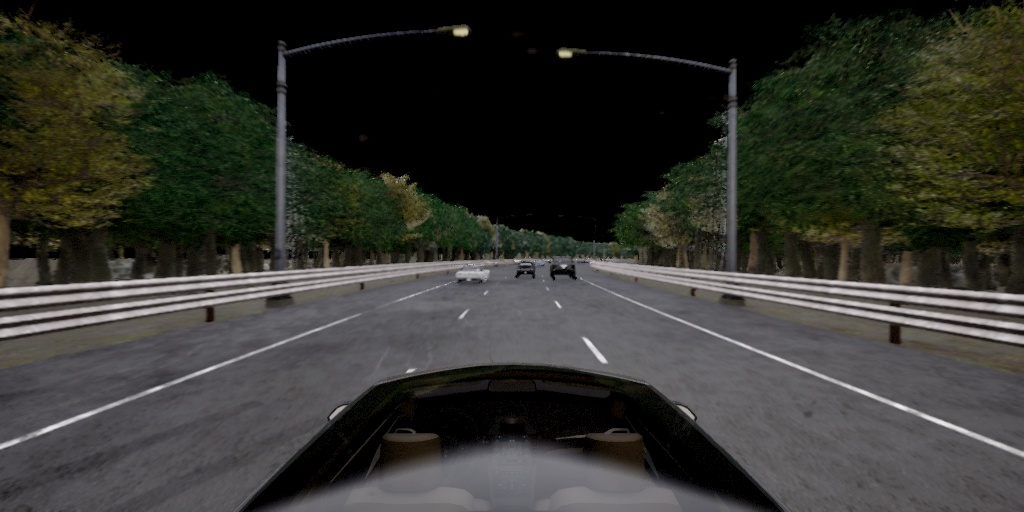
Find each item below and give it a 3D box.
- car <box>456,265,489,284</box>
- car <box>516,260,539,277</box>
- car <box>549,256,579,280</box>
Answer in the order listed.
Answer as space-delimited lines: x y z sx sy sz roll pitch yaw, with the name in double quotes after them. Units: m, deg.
-2.874 1.363 27.397 1.895 1.301 4.718 0 0 4 "car"
1.440 1.310 35.804 1.837 1.490 4.892 0 0 5 "car"
4.594 1.038 32.952 2.150 2.045 5.566 0 0 5 "car"
